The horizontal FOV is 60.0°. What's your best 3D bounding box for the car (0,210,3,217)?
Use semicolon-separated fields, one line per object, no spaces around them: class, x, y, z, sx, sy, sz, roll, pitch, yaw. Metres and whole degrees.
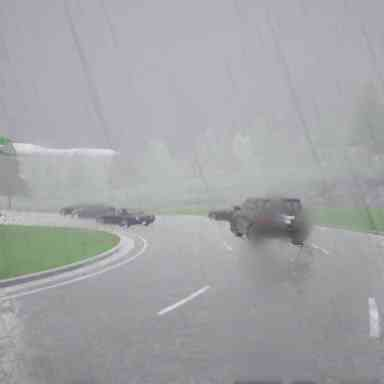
car;-21.610;2.124;34.281;5.357;1.411;2.033;-1;0;35

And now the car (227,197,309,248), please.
car;3.342;1.236;15.216;2.150;2.045;5.566;0;0;-5

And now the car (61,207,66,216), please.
car;-12.374;1.904;36.517;4.902;1.511;2.128;-1;0;33

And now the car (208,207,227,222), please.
car;3.234;1.663;24.949;1.895;1.301;4.718;-1;0;-33

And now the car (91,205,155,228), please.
car;-4.863;1.811;23.670;4.718;1.301;1.895;-1;0;42

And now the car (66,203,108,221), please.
car;-8.819;1.820;30.244;4.892;1.490;1.837;-1;-1;31
